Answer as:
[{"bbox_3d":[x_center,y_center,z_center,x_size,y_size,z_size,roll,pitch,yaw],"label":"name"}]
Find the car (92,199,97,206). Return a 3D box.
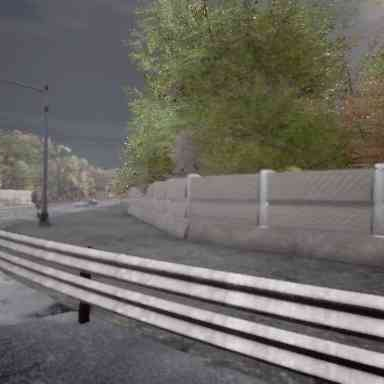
[{"bbox_3d":[-22.328,2.264,73.785,1.837,1.490,4.892,1,-1,-6],"label":"car"}]

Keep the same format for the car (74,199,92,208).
[{"bbox_3d":[-21.261,2.292,63.970,1.895,1.301,4.718,1,-1,-6],"label":"car"}]
